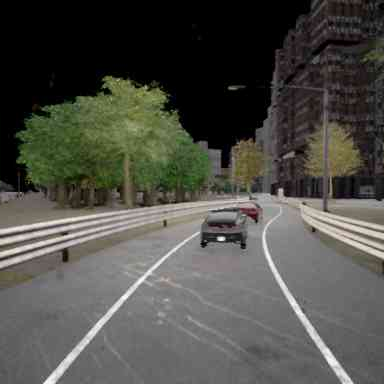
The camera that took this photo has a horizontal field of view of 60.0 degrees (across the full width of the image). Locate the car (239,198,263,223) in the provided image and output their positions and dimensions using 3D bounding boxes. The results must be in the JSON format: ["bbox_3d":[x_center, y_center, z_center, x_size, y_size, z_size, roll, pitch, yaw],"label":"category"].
[{"bbox_3d":[4.413,1.511,25.922,1.882,1.535,5.008,0,0,18],"label":"car"}]

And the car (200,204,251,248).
[{"bbox_3d":[1.549,1.513,14.890,1.837,1.490,4.892,0,0,11],"label":"car"}]

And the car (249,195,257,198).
[{"bbox_3d":[15.234,1.507,84.075,2.033,1.411,5.357,0,0,-1],"label":"car"}]
